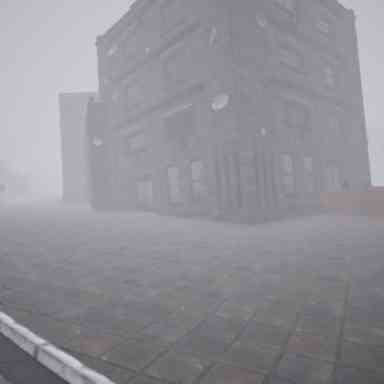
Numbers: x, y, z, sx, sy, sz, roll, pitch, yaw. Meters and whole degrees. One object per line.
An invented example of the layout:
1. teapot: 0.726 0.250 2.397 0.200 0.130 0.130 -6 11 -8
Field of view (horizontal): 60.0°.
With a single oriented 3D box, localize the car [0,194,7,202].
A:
1. car: -29.319 1.043 49.222 1.895 1.301 4.718 -3 3 -9
